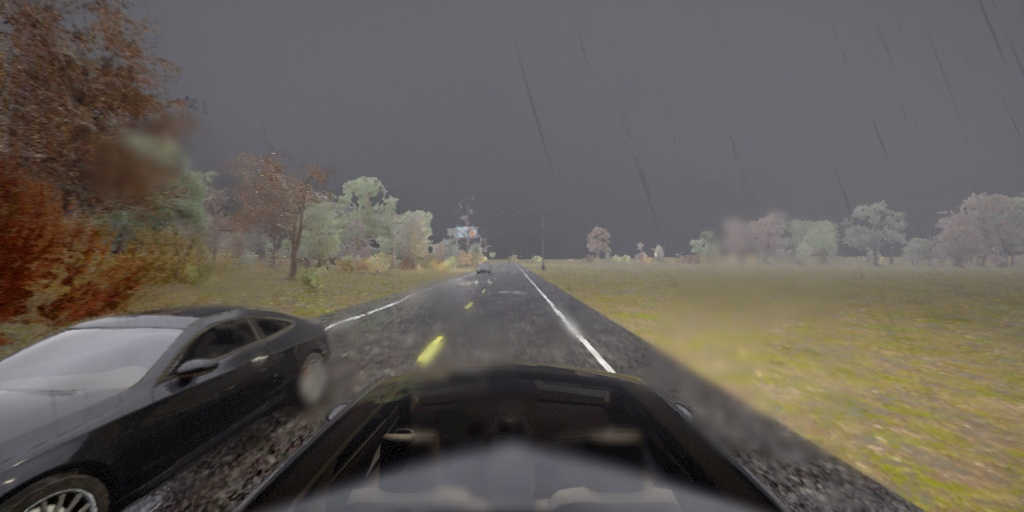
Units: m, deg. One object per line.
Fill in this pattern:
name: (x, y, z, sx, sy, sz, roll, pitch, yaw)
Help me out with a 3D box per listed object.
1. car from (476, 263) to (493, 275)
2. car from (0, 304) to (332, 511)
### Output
car: (-3.588, 1.660, 46.928, 1.837, 1.490, 4.892, 0, -1, 0)
car: (-3.602, 1.292, 3.628, 1.812, 1.442, 4.674, 0, -1, 0)
